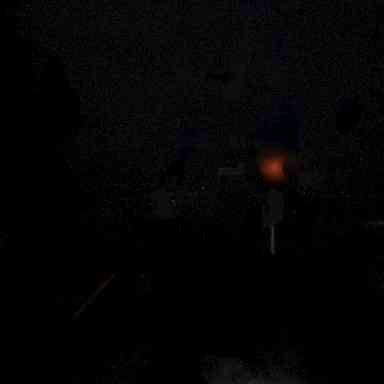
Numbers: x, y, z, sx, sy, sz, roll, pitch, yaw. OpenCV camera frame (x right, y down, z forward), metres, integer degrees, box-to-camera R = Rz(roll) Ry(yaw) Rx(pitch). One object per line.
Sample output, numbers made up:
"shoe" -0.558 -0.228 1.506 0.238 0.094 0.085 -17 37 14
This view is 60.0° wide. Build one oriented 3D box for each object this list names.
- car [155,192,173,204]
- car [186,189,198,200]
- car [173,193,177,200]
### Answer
"car" -4.089 0.983 47.641 1.812 1.442 4.674 0 1 0
"car" -0.010 0.465 66.127 2.150 2.045 5.566 0 1 0
"car" -4.045 0.811 62.798 1.812 1.442 4.674 0 1 1
